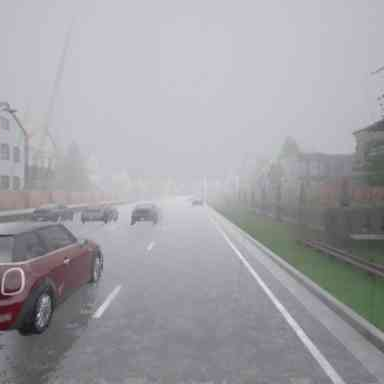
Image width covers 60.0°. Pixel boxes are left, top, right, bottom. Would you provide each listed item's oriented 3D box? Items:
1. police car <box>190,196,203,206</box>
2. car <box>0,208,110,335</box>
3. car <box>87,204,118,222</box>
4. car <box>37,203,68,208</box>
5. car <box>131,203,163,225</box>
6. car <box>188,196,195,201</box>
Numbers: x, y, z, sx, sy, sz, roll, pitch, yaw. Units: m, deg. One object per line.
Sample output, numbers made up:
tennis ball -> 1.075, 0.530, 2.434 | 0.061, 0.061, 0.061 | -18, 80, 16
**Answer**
police car -> 1.036, 1.725, 59.845 | 1.930, 1.638, 5.238 | 0, 0, 0
car -> -3.403, 1.387, 6.938 | 2.097, 1.767, 4.553 | 0, 0, 0
car -> -6.907, 1.619, 25.230 | 2.128, 1.511, 4.902 | 0, 0, 0
car -> -10.406, 1.632, 25.310 | 1.837, 1.490, 4.892 | 0, 0, 0
car -> -3.406, 1.632, 25.307 | 1.837, 1.490, 4.892 | 0, 0, 0
car -> -0.020, 1.876, 92.947 | 1.895, 1.301, 4.718 | 0, 0, 0
